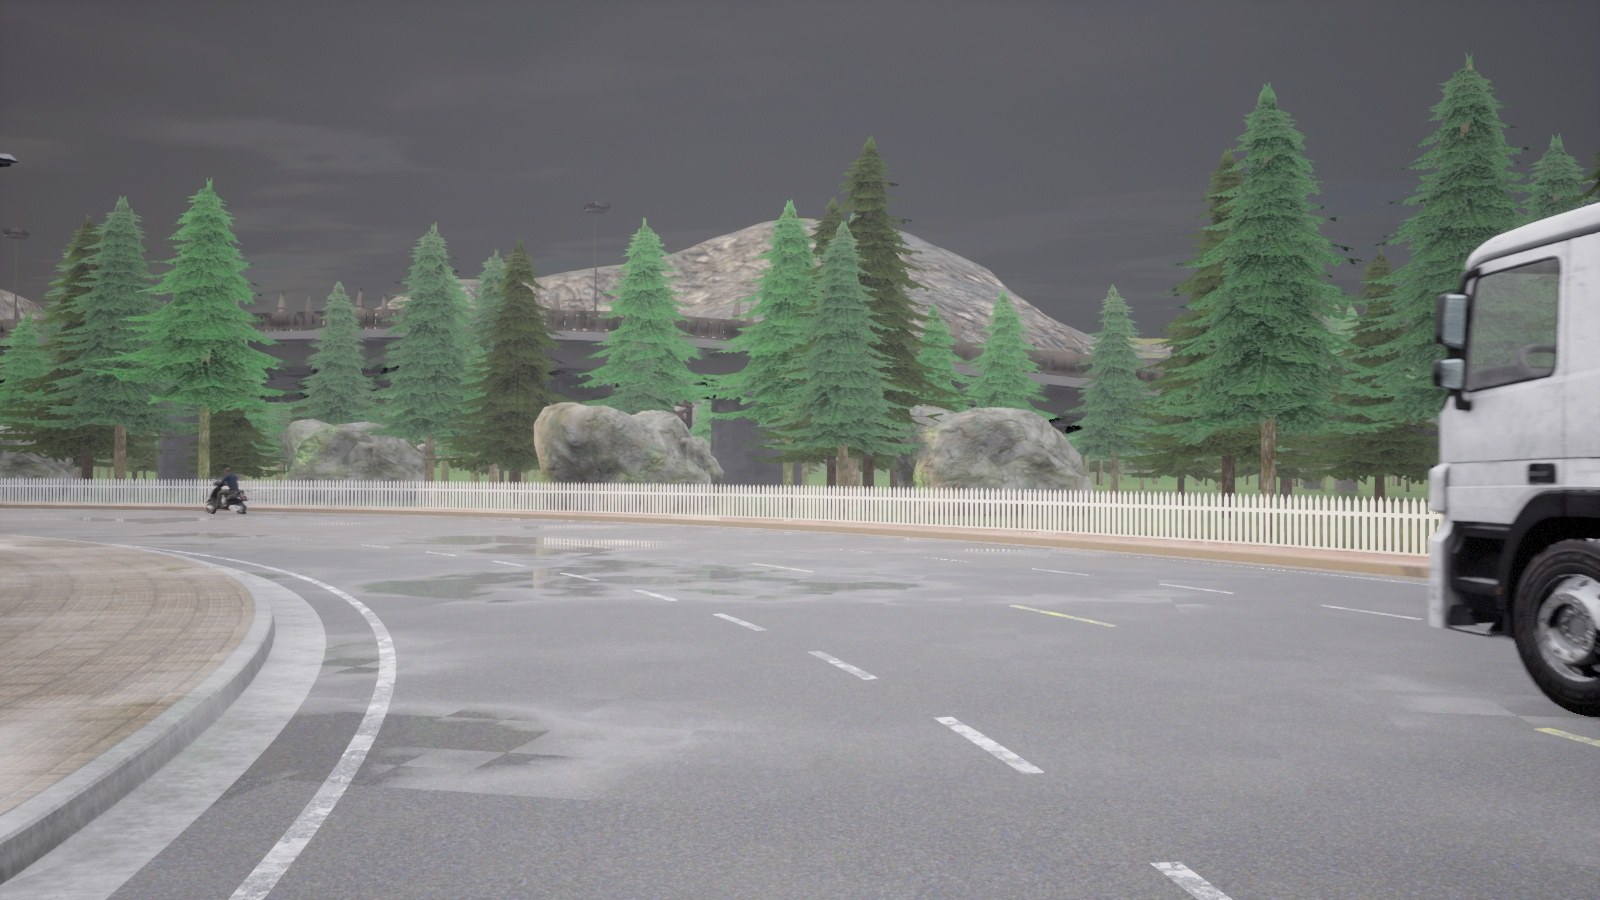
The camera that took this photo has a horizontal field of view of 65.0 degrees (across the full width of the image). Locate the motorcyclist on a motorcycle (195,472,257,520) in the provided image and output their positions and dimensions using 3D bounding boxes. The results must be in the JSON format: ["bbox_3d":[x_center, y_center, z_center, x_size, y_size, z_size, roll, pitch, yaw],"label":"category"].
[{"bbox_3d":[-19.472,1.560,42.609,1.817,1.590,0.866,-1,-1,21],"label":"motorcyclist on a motorcycle"}]

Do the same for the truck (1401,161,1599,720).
[{"bbox_3d":[6.589,-0.092,6.052,2.891,3.462,7.936,0,-1,-6],"label":"truck"}]
